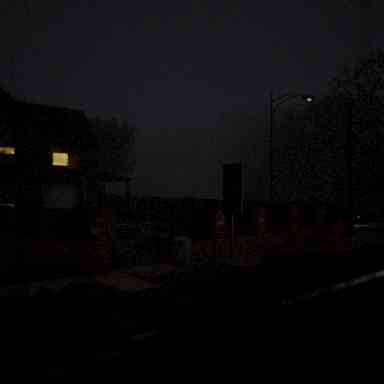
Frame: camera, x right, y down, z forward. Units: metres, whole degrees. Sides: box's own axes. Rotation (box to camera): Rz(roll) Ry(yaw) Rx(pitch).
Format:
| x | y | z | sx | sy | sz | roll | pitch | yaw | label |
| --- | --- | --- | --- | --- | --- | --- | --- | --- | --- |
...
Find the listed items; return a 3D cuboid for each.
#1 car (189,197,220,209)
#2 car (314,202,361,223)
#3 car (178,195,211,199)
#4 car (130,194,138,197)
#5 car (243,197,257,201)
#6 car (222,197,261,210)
| x | y | z | sx | sy | sz | roll | pitch | yaw | label |
| --- | --- | --- | --- | --- | --- | --- | --- | --- | --- |
| 1.565 | 1.435 | 43.334 | 1.994 | 1.385 | 4.181 | 0 | 0 | -36 | car |
| 10.324 | 1.471 | 25.232 | 1.812 | 1.442 | 4.674 | 0 | 0 | -36 | car |
| -0.210 | 1.226 | 39.887 | 2.097 | 1.767 | 4.553 | 0 | 0 | -36 | car |
| -12.838 | 1.237 | 68.947 | 2.128 | 1.511 | 4.902 | 0 | 0 | -36 | car |
| 5.009 | 1.436 | 32.629 | 1.812 | 1.442 | 4.674 | 0 | 0 | -36 | car |
| 6.207 | 1.381 | 42.442 | 2.128 | 1.511 | 4.902 | 0 | 0 | -36 | car |
